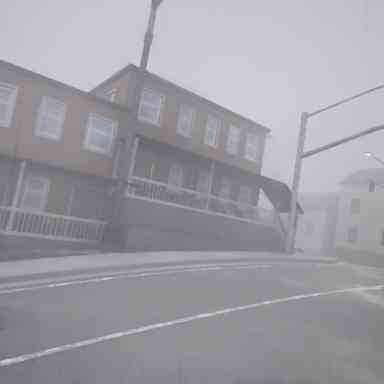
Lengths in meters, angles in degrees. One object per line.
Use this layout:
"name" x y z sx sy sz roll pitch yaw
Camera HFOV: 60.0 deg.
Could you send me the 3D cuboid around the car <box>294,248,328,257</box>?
"car" 9.698 5.693 29.282 1.812 1.442 4.674 14 -16 -34
